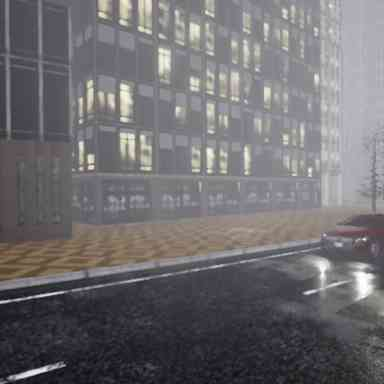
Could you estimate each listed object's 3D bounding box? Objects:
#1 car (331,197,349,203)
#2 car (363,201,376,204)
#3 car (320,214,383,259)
[{"bbox_3d":[31.645,1.716,71.933,1.947,1.339,4.313,0,1,-41],"label":"car"},{"bbox_3d":[35.322,1.778,67.600,1.802,1.307,4.206,0,1,-41],"label":"car"},{"bbox_3d":[6.963,1.600,13.140,4.674,1.442,1.812,1,0,-39],"label":"car"}]
